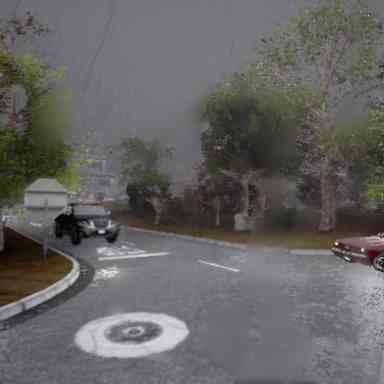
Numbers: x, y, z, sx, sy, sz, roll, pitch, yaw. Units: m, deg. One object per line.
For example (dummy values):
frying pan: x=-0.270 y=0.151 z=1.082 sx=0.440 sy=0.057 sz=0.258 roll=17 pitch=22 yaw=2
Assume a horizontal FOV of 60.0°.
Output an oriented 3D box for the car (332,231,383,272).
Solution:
car: x=7.399 y=1.834 z=11.456 sx=4.718 sy=1.301 sz=1.895 roll=-2 pitch=-1 yaw=-7

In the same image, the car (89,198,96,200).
car: x=-17.097 y=1.872 z=56.666 sx=1.946 sy=1.575 sz=5.366 roll=0 pitch=0 yaw=-36

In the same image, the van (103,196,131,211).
van: x=-10.423 y=1.646 z=46.271 sx=1.878 sy=1.987 sz=4.442 roll=0 pitch=0 yaw=-36

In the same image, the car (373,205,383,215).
car: x=27.276 y=2.189 z=44.287 sx=2.150 sy=2.045 sz=5.566 roll=2 pitch=-1 yaw=-36

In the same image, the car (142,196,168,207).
car: x=-7.112 y=1.760 z=63.589 sx=2.435 sy=2.045 sz=5.566 roll=1 pitch=-1 yaw=-36

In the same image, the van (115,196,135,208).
van: x=-12.085 y=1.701 z=59.898 sx=1.878 sy=1.987 sz=4.442 roll=1 pitch=0 yaw=-36

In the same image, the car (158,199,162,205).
car: x=-5.818 y=1.911 z=49.208 sx=1.946 sy=1.575 sz=5.366 roll=1 pitch=0 yaw=-36

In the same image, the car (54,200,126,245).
car: x=-5.916 y=1.610 z=18.247 sx=2.150 sy=2.045 sz=5.566 roll=3 pitch=-3 yaw=-35

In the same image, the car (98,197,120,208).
car: x=-14.601 y=1.769 z=58.194 sx=2.185 sy=1.767 sz=4.553 roll=0 pitch=0 yaw=-36
